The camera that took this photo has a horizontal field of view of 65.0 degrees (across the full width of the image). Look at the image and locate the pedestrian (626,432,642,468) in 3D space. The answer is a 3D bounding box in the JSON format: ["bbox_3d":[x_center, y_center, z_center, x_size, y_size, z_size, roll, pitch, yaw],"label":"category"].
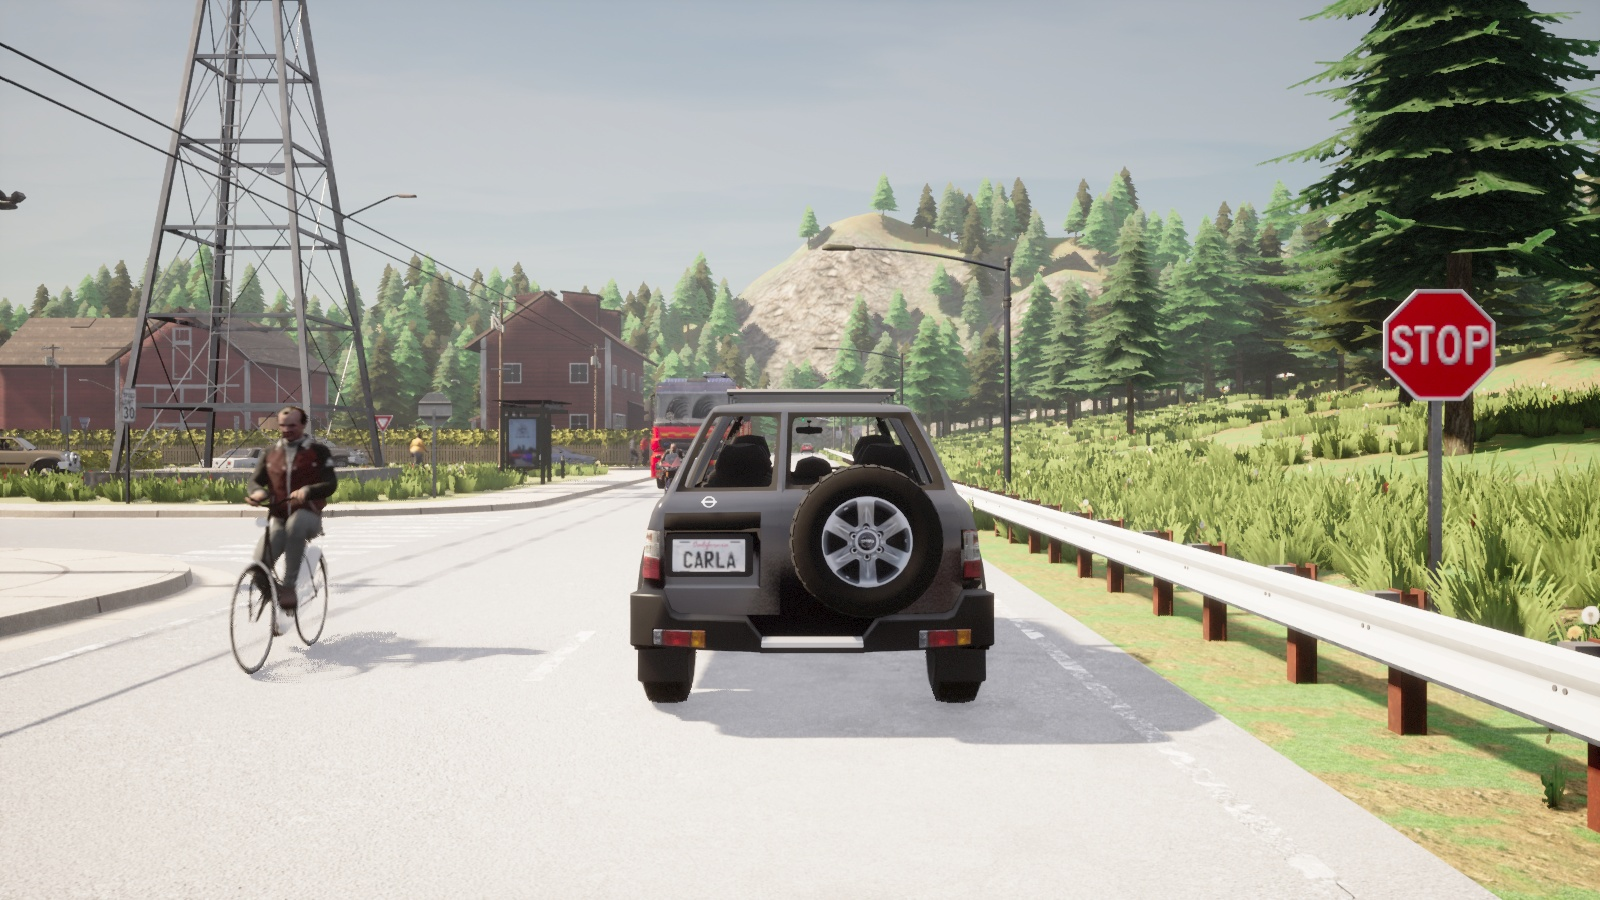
[{"bbox_3d":[-9.072,0.006,68.749,0.788,1.949,0.423,0,0,-18],"label":"pedestrian"}]

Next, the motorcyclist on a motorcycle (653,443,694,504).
[{"bbox_3d":[-3.301,0.593,32.944,0.866,1.530,2.191,0,0,0],"label":"motorcyclist on a motorcycle"}]

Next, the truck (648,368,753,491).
[{"bbox_3d":[-3.243,-0.664,43.188,2.891,3.827,8.468,0,0,0],"label":"truck"}]

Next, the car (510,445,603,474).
[{"bbox_3d":[-11.935,0.452,61.761,4.181,1.385,1.994,0,0,-1],"label":"car"}]

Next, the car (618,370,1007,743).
[{"bbox_3d":[0.065,0.515,8.551,1.932,1.855,4.605,0,0,0],"label":"car"}]

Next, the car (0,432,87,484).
[{"bbox_3d":[-28.697,0.283,45.539,4.605,1.855,1.932,0,0,-17],"label":"car"}]

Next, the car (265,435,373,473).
[{"bbox_3d":[-23.602,0.196,61.738,4.605,1.855,1.932,0,0,0],"label":"car"}]

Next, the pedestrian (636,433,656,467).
[{"bbox_3d":[-8.449,0.007,68.750,0.899,1.844,0.634,0,0,23],"label":"pedestrian"}]

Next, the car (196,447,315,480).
[{"bbox_3d":[-22.659,0.532,52.508,1.895,1.301,4.718,0,0,18],"label":"car"}]

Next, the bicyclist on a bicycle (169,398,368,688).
[{"bbox_3d":[-3.573,0.566,8.611,0.659,1.776,1.843,0,0,-3],"label":"bicyclist on a bicycle"}]

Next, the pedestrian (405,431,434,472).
[{"bbox_3d":[-17.279,0.066,56.961,0.874,1.855,0.900,0,0,31],"label":"pedestrian"}]
